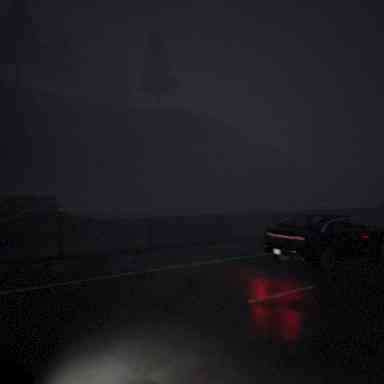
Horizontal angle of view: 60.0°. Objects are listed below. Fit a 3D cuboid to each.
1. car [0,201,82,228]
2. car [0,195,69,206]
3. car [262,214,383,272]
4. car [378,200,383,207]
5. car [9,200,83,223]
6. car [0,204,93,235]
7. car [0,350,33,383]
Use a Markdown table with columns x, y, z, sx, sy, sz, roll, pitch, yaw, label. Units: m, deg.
| x | y | z | sx | sy | sz | roll | pitch | yaw | label |
| --- | --- | --- | --- | --- | --- | --- | --- | --- | --- |
| -10.185 | 1.419 | 22.263 | 5.008 | 1.535 | 1.882 | 0 | 0 | -33 | car |
| -10.006 | 1.176 | 18.214 | 5.566 | 2.045 | 2.150 | 0 | 0 | -33 | car |
| 4.460 | 1.449 | 10.608 | 4.902 | 1.511 | 2.128 | 0 | 0 | -31 | car |
| 27.110 | 1.291 | 44.086 | 5.008 | 1.535 | 1.882 | 0 | 0 | -18 | car |
| -11.250 | 1.409 | 25.754 | 5.008 | 1.535 | 1.882 | 0 | 0 | -33 | car |
| -7.369 | 1.506 | 15.786 | 5.357 | 1.411 | 2.033 | 0 | 0 | -34 | car |
| -3.192 | 1.526 | 1.380 | 4.674 | 1.442 | 1.812 | 0 | 0 | -36 | car |
